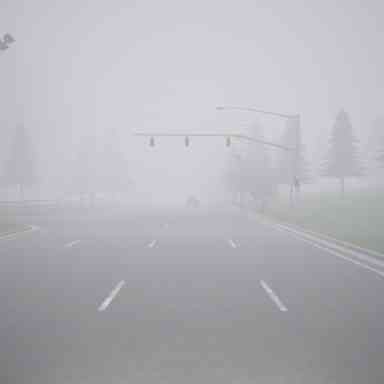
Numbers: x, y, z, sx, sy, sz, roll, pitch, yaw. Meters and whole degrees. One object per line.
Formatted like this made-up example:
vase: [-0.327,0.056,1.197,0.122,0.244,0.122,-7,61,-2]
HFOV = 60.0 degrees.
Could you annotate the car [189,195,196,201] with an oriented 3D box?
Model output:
car: [0.125,1.642,94.107,2.033,1.411,5.357,0,0,0]

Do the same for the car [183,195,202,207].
car: [0.068,1.409,52.631,2.097,1.767,4.553,0,0,0]

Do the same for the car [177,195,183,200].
car: [-3.375,1.626,94.111,1.812,1.442,4.674,0,0,0]

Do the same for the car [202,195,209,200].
car: [3.625,1.602,94.102,1.837,1.490,4.892,0,0,0]

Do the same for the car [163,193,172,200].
car: [-6.875,1.327,94.146,2.150,2.045,5.566,0,0,0]
